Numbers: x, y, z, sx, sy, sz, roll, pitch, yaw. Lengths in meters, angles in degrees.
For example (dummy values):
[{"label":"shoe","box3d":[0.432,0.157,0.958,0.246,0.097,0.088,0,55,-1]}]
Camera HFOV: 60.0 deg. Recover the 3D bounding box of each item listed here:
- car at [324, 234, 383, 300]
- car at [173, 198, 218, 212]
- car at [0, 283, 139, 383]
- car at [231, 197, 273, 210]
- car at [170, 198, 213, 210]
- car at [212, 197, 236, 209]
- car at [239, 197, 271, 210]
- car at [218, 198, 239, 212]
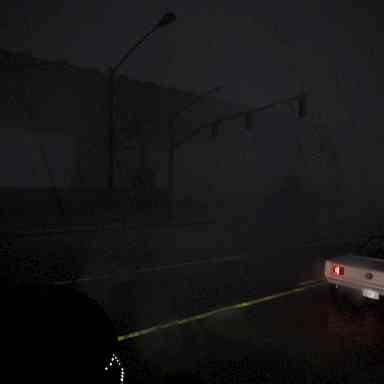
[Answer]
[{"label":"car","box3d":[5.125,1.601,7.437,4.718,1.301,1.895,0,0,-35]},{"label":"car","box3d":[0.037,1.453,36.382,4.974,1.542,2.038,0,0,8]},{"label":"car","box3d":[-3.019,1.221,1.596,5.566,2.045,2.150,0,0,-35]},{"label":"car","box3d":[7.688,1.453,42.831,4.974,1.542,2.038,0,0,-7]},{"label":"car","box3d":[-0.014,1.295,36.389,4.536,1.218,1.853,0,0,8]},{"label":"car","box3d":[3.796,1.295,39.118,1.853,1.218,4.536,0,0,18]},{"label":"car","box3d":[7.637,1.295,42.824,4.536,1.218,1.853,0,0,-7]},{"label":"car","box3d":[3.780,1.453,39.069,2.038,1.542,4.974,0,0,18]}]
